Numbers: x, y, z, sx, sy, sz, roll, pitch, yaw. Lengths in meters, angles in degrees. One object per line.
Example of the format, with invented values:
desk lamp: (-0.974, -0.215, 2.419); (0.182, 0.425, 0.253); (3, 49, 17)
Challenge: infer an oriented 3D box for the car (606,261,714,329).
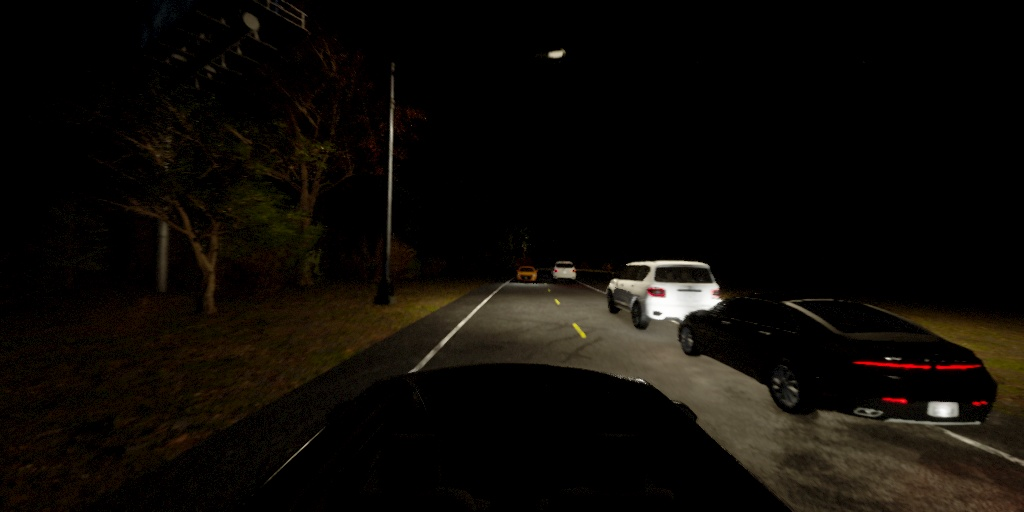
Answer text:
car: (4.812, 1.196, 12.200); (2.150, 2.045, 5.566); (1, -1, 2)

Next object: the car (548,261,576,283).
car: (5.039, 1.568, 35.581); (2.150, 2.045, 5.566); (1, -1, 4)

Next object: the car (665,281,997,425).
car: (4.603, 1.395, 6.190); (1.837, 1.490, 4.892); (1, -1, 2)

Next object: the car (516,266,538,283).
car: (1.445, 1.742, 34.692); (1.882, 1.535, 5.008); (1, -1, 4)
